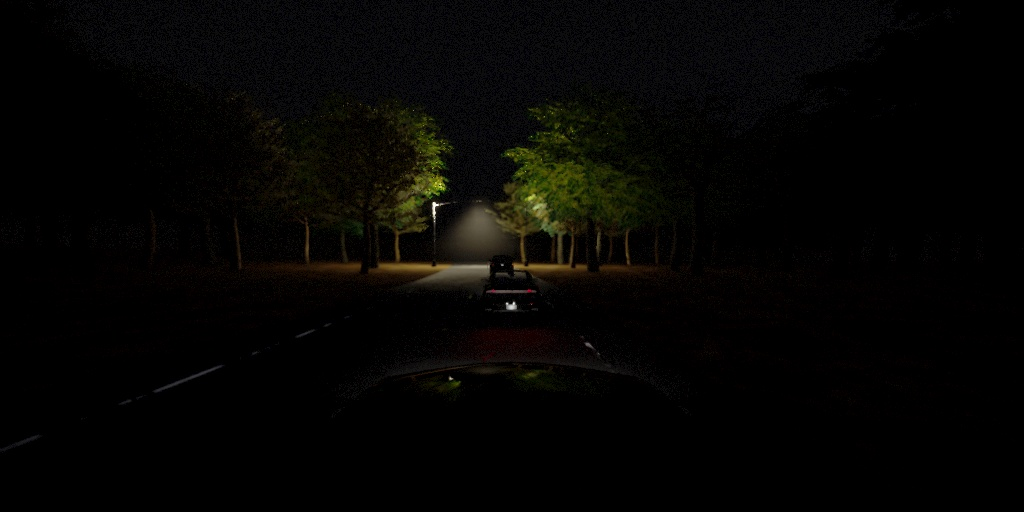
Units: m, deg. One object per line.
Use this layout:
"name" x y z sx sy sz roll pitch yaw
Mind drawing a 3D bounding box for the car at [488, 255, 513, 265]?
"car" -1.046 0.883 34.475 2.150 2.045 5.566 0 0 -4

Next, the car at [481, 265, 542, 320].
"car" -0.063 1.226 12.556 2.128 1.511 4.902 0 0 -1
